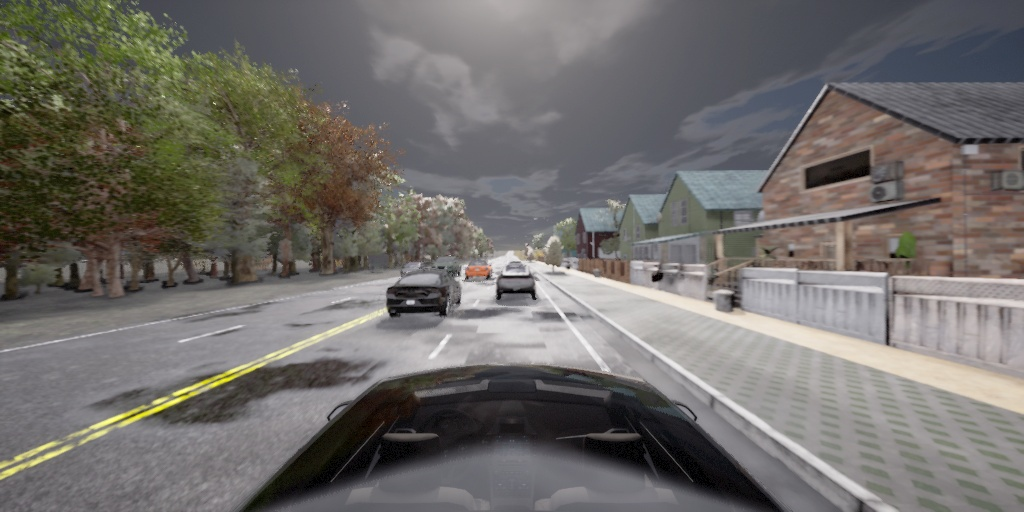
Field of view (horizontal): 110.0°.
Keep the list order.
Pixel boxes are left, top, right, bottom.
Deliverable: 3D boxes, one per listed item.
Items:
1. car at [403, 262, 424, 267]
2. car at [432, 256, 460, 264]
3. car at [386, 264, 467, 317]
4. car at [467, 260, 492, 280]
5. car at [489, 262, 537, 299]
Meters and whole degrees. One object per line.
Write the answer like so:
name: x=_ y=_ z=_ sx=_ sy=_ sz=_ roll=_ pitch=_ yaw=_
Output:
car: x=-9.583 y=1.357 z=35.364 sx=2.128 sy=1.511 sz=4.902 roll=-1 pitch=0 yaw=1
car: x=-6.338 y=1.053 z=34.870 sx=2.150 sy=2.045 sz=5.566 roll=-1 pitch=0 yaw=1
car: x=-3.082 y=1.265 z=13.449 sx=1.882 sy=1.535 sz=5.008 roll=-1 pitch=0 yaw=0
car: x=-2.929 y=1.144 z=32.605 sx=2.097 sy=1.767 sz=4.553 roll=-1 pitch=0 yaw=0
car: x=0.205 y=1.246 z=18.064 sx=2.128 sy=1.511 sz=4.902 roll=-1 pitch=0 yaw=0
